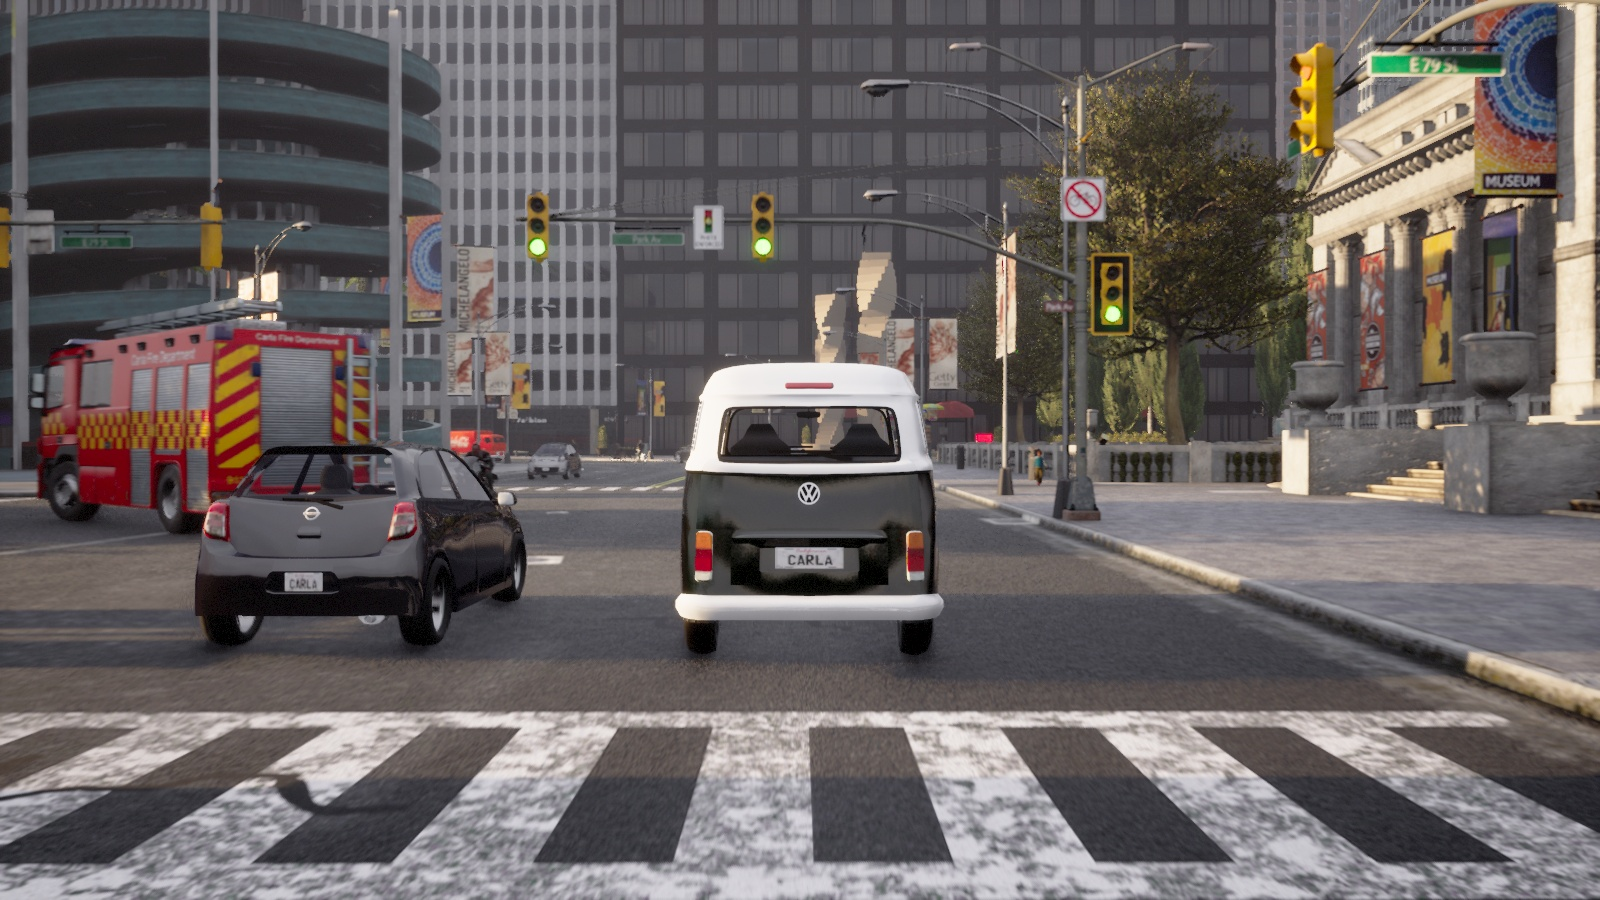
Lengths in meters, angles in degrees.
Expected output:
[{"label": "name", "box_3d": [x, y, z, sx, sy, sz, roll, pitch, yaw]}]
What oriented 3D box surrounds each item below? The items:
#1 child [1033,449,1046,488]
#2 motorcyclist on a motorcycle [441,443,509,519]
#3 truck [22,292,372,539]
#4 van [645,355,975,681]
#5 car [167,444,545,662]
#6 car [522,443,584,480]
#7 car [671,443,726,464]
[{"label": "child", "box_3d": [7.430, 0.570, 38.947, 0.343, 1.192, 0.448, 0, 0, 1]}, {"label": "motorcyclist on a motorcycle", "box_3d": [-6.835, 0.627, 26.508, 0.866, 1.530, 2.191, 0, 0, 0]}, {"label": "truck", "box_3d": [-11.460, -0.559, 23.363, 8.468, 3.827, 2.891, 0, 0, 42]}, {"label": "van", "box_3d": [0.073, 0.413, 10.113, 2.069, 2.038, 4.480, 0, 0, 0]}, {"label": "car", "box_3d": [-3.426, 0.699, 10.468, 1.845, 1.501, 3.633, 0, 0, 0]}, {"label": "car", "box_3d": [-10.195, 0.459, 52.075, 1.845, 1.501, 3.633, 0, 0, 0]}, {"label": "car", "box_3d": [-7.391, 0.233, 91.047, 1.837, 1.490, 4.892, 0, 0, -33]}]
